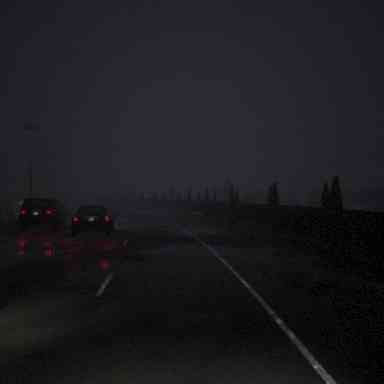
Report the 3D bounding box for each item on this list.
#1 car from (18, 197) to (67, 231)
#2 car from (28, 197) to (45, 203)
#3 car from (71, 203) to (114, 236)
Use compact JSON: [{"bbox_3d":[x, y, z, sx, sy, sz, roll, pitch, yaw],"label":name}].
[{"bbox_3d":[-9.826,1.373,22.220,2.150,2.045,5.566,0,0,-13],"label":"car"},{"bbox_3d":[-38.789,2.012,83.033,5.366,1.575,1.801,0,0,39],"label":"car"},{"bbox_3d":[-5.683,1.479,19.472,2.097,1.767,4.553,0,0,-11],"label":"car"}]
